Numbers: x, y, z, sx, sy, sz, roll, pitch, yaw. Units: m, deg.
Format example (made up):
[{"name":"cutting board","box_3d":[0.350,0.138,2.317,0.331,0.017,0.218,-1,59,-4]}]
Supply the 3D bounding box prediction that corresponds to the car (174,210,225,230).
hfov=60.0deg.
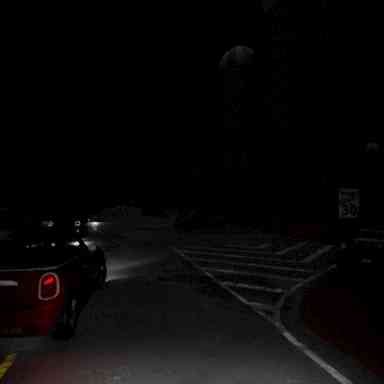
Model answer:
[{"name":"car","box_3d":[0.576,2.261,27.051,3.988,1.617,1.851,0,-2,-13]}]

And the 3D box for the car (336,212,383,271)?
[{"name":"car","box_3d":[6.445,1.643,11.097,3.866,1.878,1.905,2,-2,-43]}]

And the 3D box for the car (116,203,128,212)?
[{"name":"car","box_3d":[-17.195,3.627,80.513,2.150,2.045,5.566,0,-2,-12]}]

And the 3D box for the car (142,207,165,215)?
[{"name":"car","box_3d":[-6.888,3.313,59.191,4.181,1.381,1.994,0,-2,-13]}]

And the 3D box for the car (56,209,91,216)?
[{"name":"car","box_3d":[-8.235,1.992,22.205,2.097,1.767,4.553,0,-2,-12]}]

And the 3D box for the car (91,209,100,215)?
[{"name":"car","box_3d":[-11.702,2.687,38.518,2.033,1.411,5.357,0,-2,-12]}]

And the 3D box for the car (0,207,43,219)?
[{"name":"car","box_3d":[-5.974,1.510,10.850,2.150,2.045,5.566,0,-2,-20]}]

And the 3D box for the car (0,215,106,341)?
[{"name":"car","box_3d":[-3.122,1.526,6.866,2.097,1.767,4.553,0,-2,-6]}]
